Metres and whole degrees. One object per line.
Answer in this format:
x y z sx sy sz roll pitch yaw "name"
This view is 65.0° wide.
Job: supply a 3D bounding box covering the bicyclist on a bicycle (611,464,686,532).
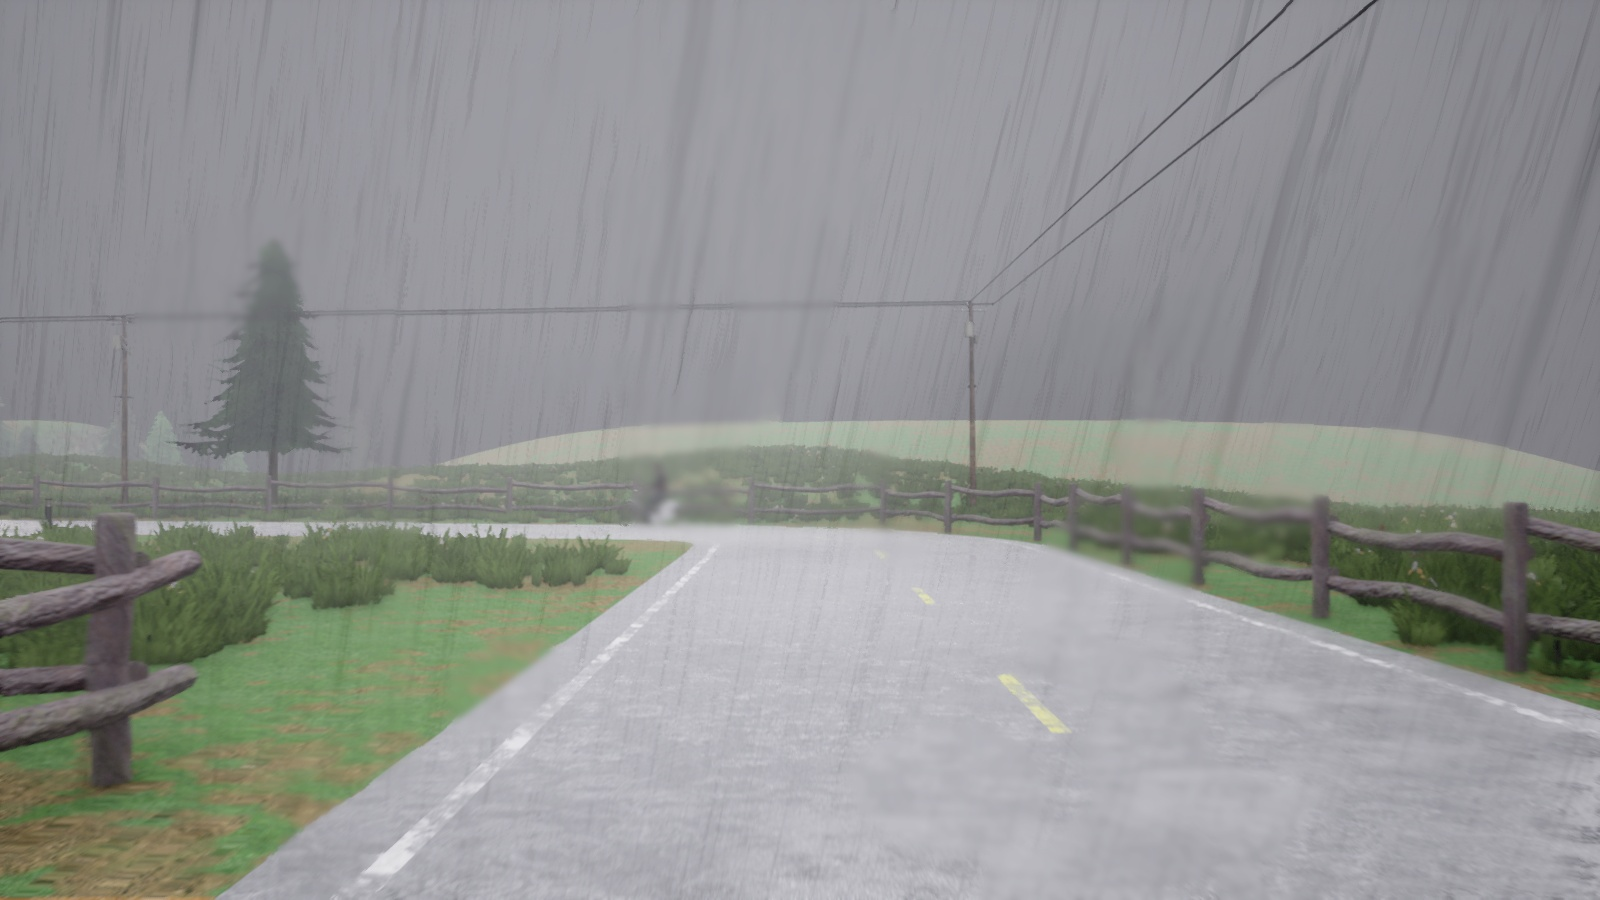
-4.037 1.262 33.522 1.843 1.776 0.659 0 1 14 "bicyclist on a bicycle"
